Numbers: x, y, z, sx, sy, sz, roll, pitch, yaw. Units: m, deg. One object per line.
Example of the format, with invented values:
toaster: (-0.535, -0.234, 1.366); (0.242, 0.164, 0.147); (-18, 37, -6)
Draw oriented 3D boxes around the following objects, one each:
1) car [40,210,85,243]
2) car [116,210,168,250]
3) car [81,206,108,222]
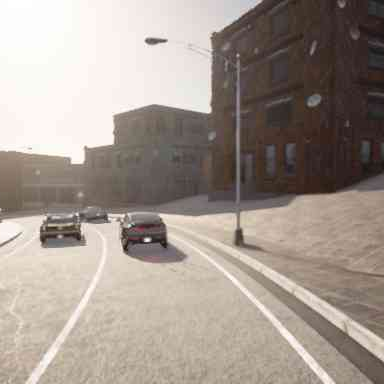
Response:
car: (-6.833, 1.810, 17.545); (1.895, 1.301, 4.718); (-1, -1, -19)
car: (-2.286, 1.589, 14.960); (1.837, 1.490, 4.892); (-1, 0, -14)
car: (-9.403, 2.032, 31.268); (1.994, 1.385, 4.181); (-2, -1, -32)
